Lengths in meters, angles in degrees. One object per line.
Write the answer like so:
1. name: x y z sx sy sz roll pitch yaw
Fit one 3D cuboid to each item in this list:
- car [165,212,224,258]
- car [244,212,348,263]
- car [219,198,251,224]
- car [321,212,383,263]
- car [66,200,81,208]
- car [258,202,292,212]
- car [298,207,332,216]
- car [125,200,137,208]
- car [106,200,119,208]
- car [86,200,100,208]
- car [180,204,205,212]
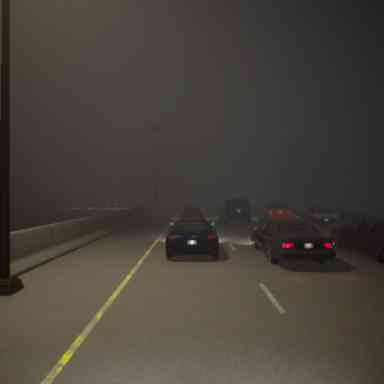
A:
1. car: 0.021 1.714 13.404 1.994 1.385 4.181 0 -1 0
2. car: 3.513 1.687 12.503 2.033 1.411 5.357 0 -1 0
3. car: 3.515 1.530 27.561 2.150 2.045 5.566 0 0 0
4. car: 7.014 1.687 12.516 2.033 1.411 5.357 0 -1 0
5. car: -21.902 2.185 61.766 1.837 1.490 4.892 0 0 -5
6. car: 7.024 1.665 28.405 2.097 1.767 4.553 0 -1 0
7. car: 10.521 1.913 28.224 1.895 1.301 4.718 0 -1 0
8. car: -11.527 2.263 63.424 1.994 1.385 4.181 0 -1 -6
9. car: -14.956 2.196 62.719 1.837 1.490 4.892 0 -1 -6
10. car: -18.404 2.232 62.032 2.033 1.411 5.357 0 -1 -5
11. car: 0.024 1.822 28.488 1.837 1.490 4.892 0 0 0
